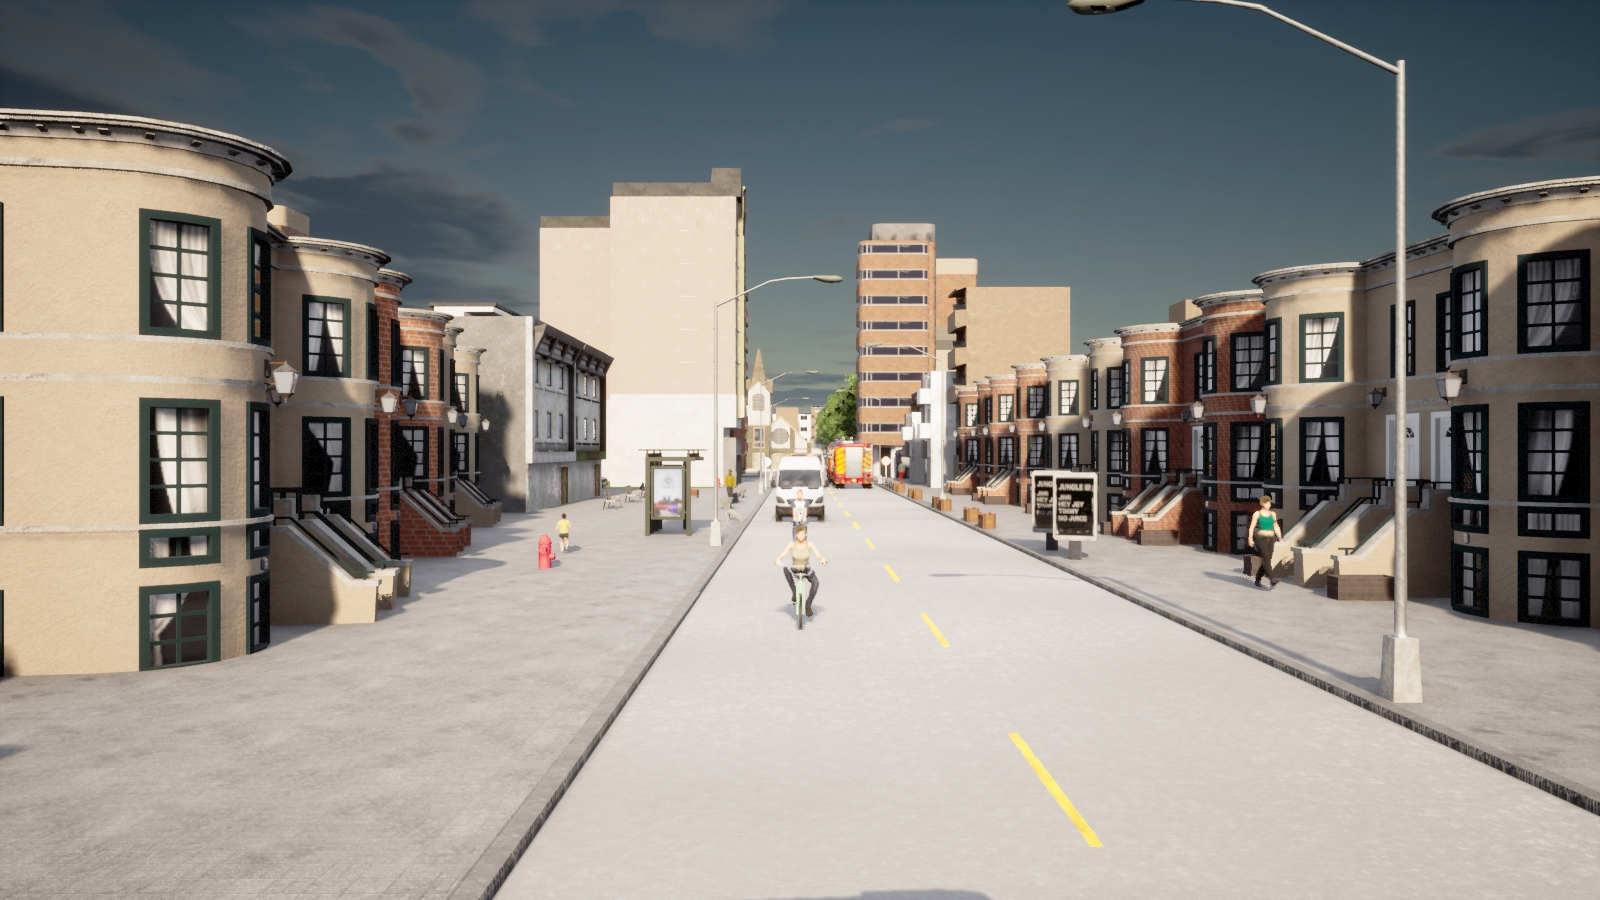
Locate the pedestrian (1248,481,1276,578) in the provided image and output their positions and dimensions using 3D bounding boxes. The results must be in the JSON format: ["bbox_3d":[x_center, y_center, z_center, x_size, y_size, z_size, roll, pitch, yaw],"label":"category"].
[{"bbox_3d":[8.964,1.532,22.181,0.375,1.860,0.375,0,0,-1],"label":"pedestrian"}]

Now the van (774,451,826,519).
[{"bbox_3d":[0.005,1.333,46.367,1.988,2.561,5.915,0,0,0],"label":"van"}]

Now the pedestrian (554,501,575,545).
[{"bbox_3d":[-6.201,1.921,30.108,0.500,1.100,0.500,0,0,-17],"label":"pedestrian"}]

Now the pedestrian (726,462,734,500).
[{"bbox_3d":[-3.434,1.545,56.405,0.375,1.860,0.375,0,0,-1],"label":"pedestrian"}]
